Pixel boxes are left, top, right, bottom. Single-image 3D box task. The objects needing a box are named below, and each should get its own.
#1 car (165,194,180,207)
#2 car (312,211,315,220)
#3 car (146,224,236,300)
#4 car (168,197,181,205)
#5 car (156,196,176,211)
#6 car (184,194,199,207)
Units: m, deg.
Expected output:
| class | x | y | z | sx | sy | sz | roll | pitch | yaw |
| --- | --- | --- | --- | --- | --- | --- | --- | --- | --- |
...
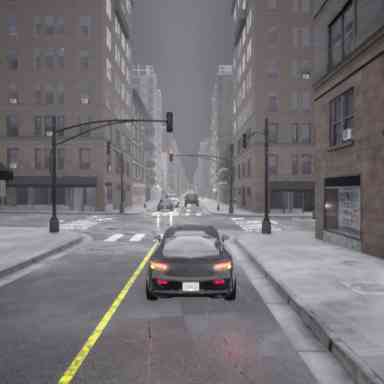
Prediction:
| class | x | y | z | sx | sy | sz | roll | pitch | yaw |
| --- | --- | --- | --- | --- | --- | --- | --- | --- | --- |
| car | -3.247 | 1.283 | 51.410 | 2.150 | 2.045 | 5.566 | 0 | 0 | 0 |
| car | 12.276 | 1.716 | 26.856 | 5.008 | 1.535 | 1.882 | 1 | 0 | -1 |
| car | -0.018 | 1.525 | 8.236 | 1.812 | 1.442 | 4.674 | 0 | 0 | 0 |
| car | -3.244 | 1.629 | 62.492 | 2.033 | 1.411 | 5.357 | 0 | 0 | 0 |
| car | -3.236 | 1.548 | 40.842 | 1.837 | 1.490 | 4.892 | 0 | 0 | -2 |
| car | -0.064 | 1.289 | 53.957 | 2.150 | 2.045 | 5.566 | 0 | 0 | 0 |
